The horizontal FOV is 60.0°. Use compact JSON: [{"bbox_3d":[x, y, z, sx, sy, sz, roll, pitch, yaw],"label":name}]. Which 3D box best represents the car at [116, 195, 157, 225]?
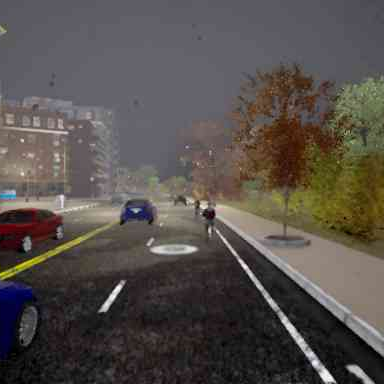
[{"bbox_3d":[-3.585,1.210,22.969,2.097,1.767,4.553,0,0,-2],"label":"car"}]

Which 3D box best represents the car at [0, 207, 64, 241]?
[{"bbox_3d":[-6.758,1.400,13.291,1.882,1.535,5.008,0,0,-1],"label":"car"}]

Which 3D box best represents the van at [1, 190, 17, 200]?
[{"bbox_3d":[-33.723,0.553,59.834,3.998,1.788,1.690,1,-1,-34],"label":"van"}]

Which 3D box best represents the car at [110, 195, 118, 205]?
[{"bbox_3d":[-11.889,1.232,53.043,2.033,1.411,5.357,0,0,-8],"label":"car"}]

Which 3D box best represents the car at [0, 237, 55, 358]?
[{"bbox_3d":[-3.177,1.509,3.096,1.812,1.442,4.674,0,0,0],"label":"car"}]

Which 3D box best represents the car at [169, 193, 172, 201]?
[{"bbox_3d":[-3.747,0.888,71.104,2.097,1.767,4.553,0,0,-6],"label":"car"}]

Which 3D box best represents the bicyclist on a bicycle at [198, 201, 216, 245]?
[{"bbox_3d":[0.721,1.280,14.012,0.659,1.776,1.843,0,1,-1],"label":"bicyclist on a bicycle"}]

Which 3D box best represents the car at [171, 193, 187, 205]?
[{"bbox_3d":[-1.843,1.176,50.575,1.837,1.490,4.892,0,0,-4],"label":"car"}]

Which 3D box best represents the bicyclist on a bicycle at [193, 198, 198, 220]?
[{"bbox_3d":[0.392,1.292,25.044,0.582,1.620,1.656,0,0,-2],"label":"bicyclist on a bicycle"}]
